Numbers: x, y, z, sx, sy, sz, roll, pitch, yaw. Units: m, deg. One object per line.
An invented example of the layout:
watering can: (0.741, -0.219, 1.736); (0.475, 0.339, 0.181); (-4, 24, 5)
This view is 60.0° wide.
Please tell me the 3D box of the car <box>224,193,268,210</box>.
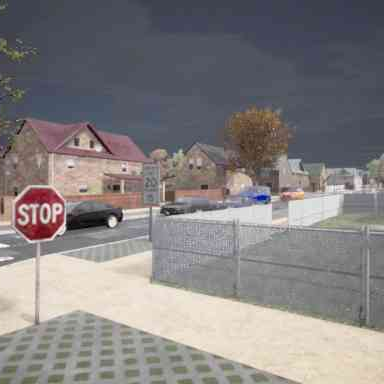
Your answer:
car: (3.650, 1.038, 24.753); (1.895, 1.301, 4.718); (1, 2, 36)

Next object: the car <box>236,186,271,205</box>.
car: (5.988, 0.424, 33.062); (2.150, 2.045, 5.566); (1, 2, 36)

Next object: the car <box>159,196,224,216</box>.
car: (-0.091, 0.995, 24.533); (2.033, 1.411, 5.357); (1, 2, 35)

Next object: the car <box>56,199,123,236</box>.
car: (-5.693, 1.155, 16.594); (1.882, 1.535, 5.008); (1, 2, 34)

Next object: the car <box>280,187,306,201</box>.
car: (12.968, 0.277, 42.801); (2.097, 1.767, 4.553); (1, 2, 36)
